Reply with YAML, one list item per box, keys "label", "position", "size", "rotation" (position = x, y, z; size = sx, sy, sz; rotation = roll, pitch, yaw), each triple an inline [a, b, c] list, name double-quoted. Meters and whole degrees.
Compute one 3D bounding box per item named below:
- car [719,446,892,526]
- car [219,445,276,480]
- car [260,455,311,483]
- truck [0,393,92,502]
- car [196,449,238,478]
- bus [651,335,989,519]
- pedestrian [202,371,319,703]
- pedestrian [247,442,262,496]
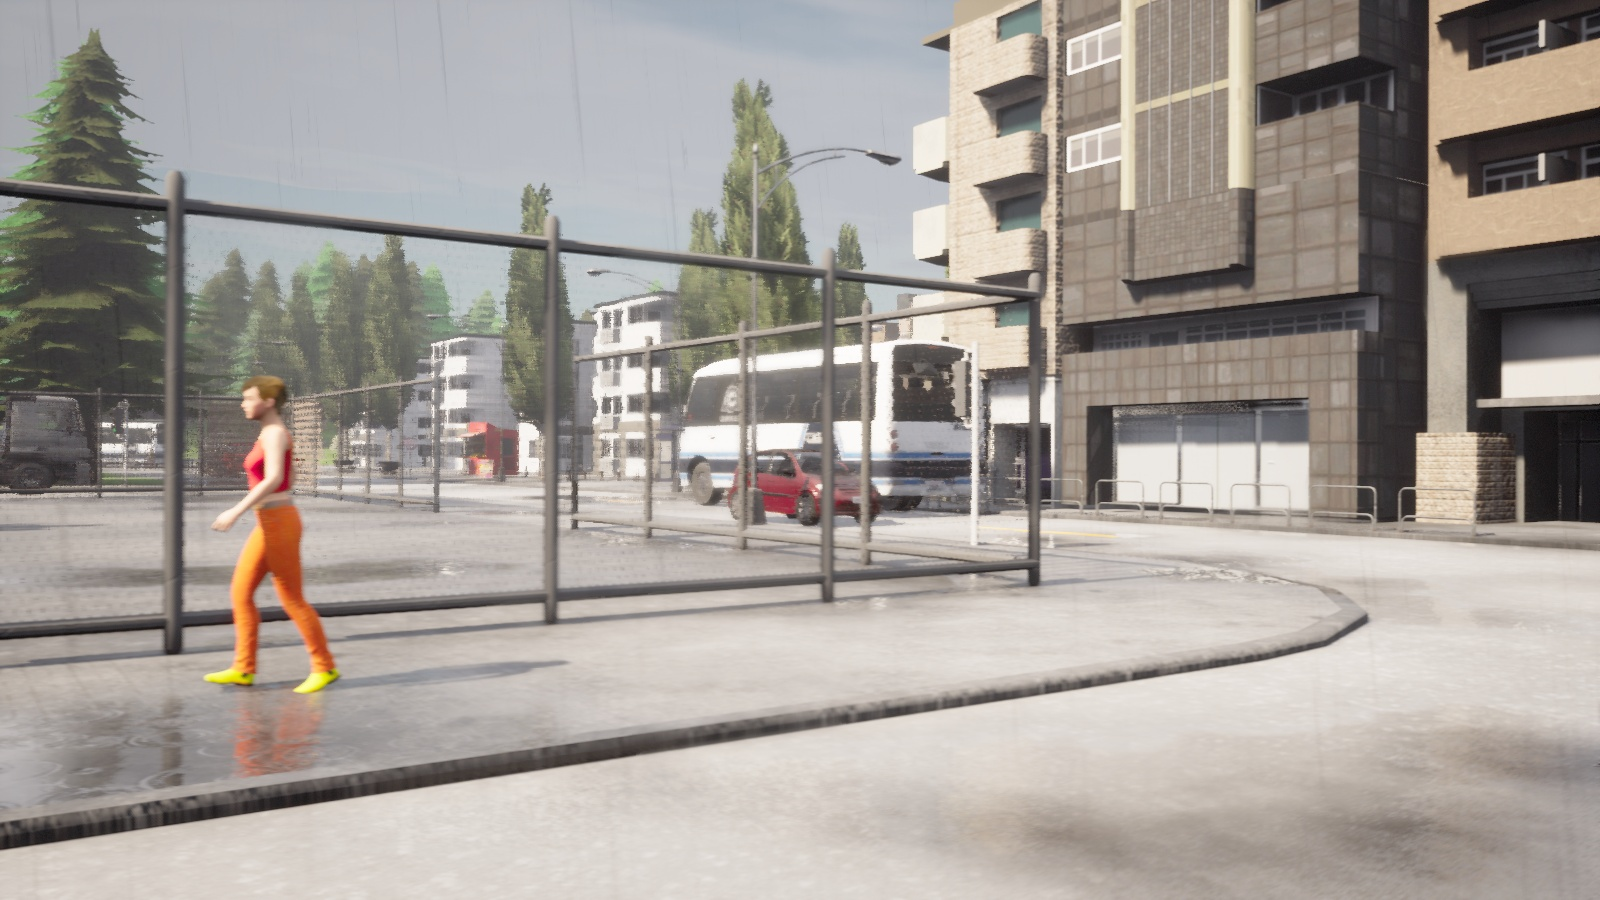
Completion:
- label: "car"
  position: [0.046, 0.734, 27.423]
  size: [1.851, 1.617, 3.988]
  rotation: [0, 0, -34]
- label: "car"
  position: [-33.444, 0.744, 75.902]
  size: [2.150, 2.045, 5.566]
  rotation: [0, 0, -35]
- label: "car"
  position: [-27.802, 1.007, 67.754]
  size: [1.845, 1.501, 3.633]
  rotation: [0, 0, -34]
- label: "truck"
  position: [-27.470, -0.081, 40.359]
  size: [7.936, 3.462, 2.891]
  rotation: [0, 0, -35]
- label: "car"
  position: [-39.086, 0.851, 84.100]
  size: [1.905, 1.878, 3.866]
  rotation: [0, 0, -35]
- label: "bus"
  position: [0.132, -0.517, 34.348]
  size: [3.944, 4.253, 10.273]
  rotation: [0, 0, -35]
- label: "pedestrian"
  position: [-3.112, 0.481, 7.243]
  size: [0.594, 1.836, 0.345]
  rotation: [0, 0, -27]
- label: "pedestrian"
  position: [-19.955, 0.692, 45.952]
  size: [0.396, 1.930, 0.692]
  rotation: [0, 0, -35]
